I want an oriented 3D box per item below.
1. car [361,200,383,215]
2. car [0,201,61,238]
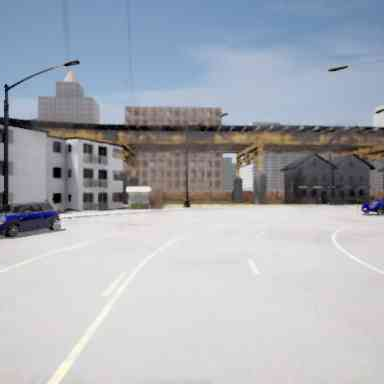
[{"bbox_3d":[18.909,1.498,32.771,4.674,1.442,1.812,0,0,-17],"label":"car"},{"bbox_3d":[-9.147,1.332,17.612,2.097,1.767,4.553,0,0,17],"label":"car"}]
